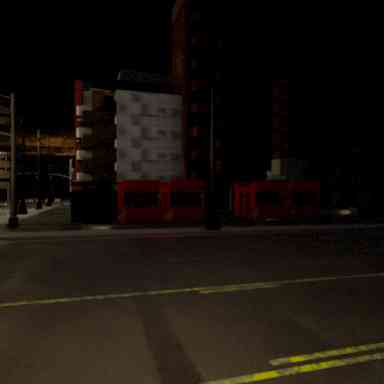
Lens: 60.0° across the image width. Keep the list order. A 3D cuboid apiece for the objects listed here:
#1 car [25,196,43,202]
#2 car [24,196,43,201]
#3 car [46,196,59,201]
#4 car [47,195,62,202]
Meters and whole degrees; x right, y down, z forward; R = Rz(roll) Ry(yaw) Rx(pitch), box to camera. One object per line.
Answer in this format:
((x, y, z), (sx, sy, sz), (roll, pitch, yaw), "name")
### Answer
((-37.774, 1.647, 79.219), (2.038, 1.542, 4.974), (0, 0, 8), "car")
((-37.767, 1.490, 79.271), (1.853, 1.218, 4.536), (0, 0, 8), "car")
((-33.728, 1.476, 80.143), (1.853, 1.218, 4.536), (0, 0, -37), "car")
((-33.696, 1.633, 80.101), (2.038, 1.542, 4.974), (0, 0, -37), "car")
